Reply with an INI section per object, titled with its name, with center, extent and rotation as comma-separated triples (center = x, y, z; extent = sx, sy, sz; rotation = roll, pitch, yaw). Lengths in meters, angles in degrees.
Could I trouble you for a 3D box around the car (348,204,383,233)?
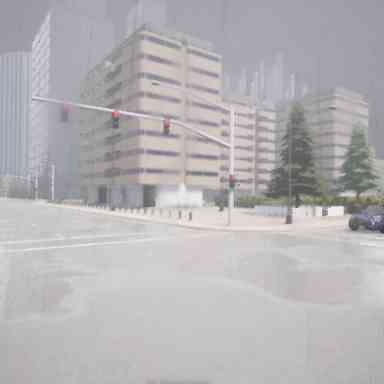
[car]
center = 12.051, 1.582, 21.257
extent = 4.553, 1.767, 2.097
rotation = 1, 0, -34
